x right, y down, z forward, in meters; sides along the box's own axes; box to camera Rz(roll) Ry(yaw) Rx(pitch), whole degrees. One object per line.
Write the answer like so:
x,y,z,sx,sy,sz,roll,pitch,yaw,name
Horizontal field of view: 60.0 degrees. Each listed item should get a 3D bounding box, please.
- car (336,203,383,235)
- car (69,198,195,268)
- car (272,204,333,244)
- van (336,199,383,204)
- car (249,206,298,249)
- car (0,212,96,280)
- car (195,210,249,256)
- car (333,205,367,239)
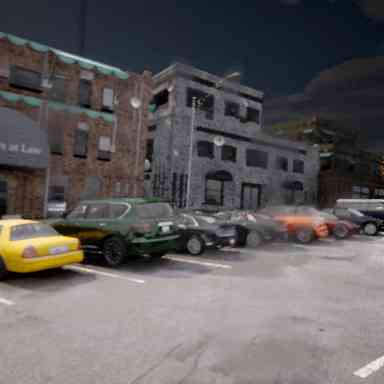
9.019,1.650,19.968,5.008,1.535,2.097,-1,-2,35,car
-2.977,1.240,11.502,5.566,2.045,2.435,-1,-1,35,car
4.254,1.441,16.559,4.553,1.767,2.185,-1,-1,35,car
11.327,1.475,21.723,4.442,1.987,1.878,0,-1,35,van
1.841,1.537,14.879,4.892,1.521,2.231,-1,-1,35,car
-5.490,1.473,9.891,5.366,1.575,1.946,-1,-1,35,car
-0.556,1.509,13.179,4.892,1.521,2.231,-1,-1,35,car
6.654,1.636,18.259,4.792,1.488,2.163,-1,-2,35,car
